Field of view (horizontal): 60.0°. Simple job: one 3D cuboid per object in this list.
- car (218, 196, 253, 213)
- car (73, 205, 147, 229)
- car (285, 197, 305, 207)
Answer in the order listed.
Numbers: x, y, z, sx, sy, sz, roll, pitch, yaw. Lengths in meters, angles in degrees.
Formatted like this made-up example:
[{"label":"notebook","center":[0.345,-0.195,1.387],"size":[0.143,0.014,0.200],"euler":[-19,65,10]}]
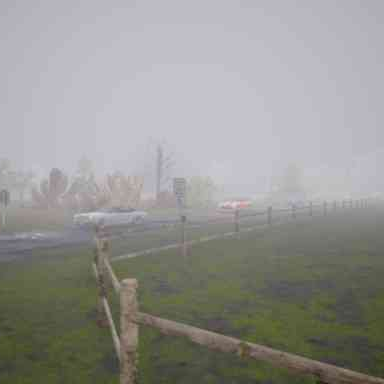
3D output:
[{"label":"car","center":[4.598,1.268,34.643],"size":[2.097,1.767,4.553],"euler":[0,0,36]},{"label":"car","center":[-5.148,1.548,21.280],"size":[1.895,1.301,4.718],"euler":[0,0,36]},{"label":"car","center":[15.261,1.469,49.119],"size":[1.837,1.490,4.892],"euler":[0,0,36]}]
